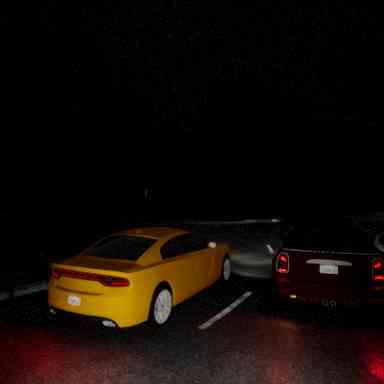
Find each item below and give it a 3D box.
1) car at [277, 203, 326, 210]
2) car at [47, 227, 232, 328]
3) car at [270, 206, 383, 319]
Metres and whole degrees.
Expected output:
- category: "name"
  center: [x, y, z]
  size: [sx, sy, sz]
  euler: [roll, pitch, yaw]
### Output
- category: "car"
  center: [8.900, 1.490, 25.595]
  size: [4.718, 1.301, 1.895]
  euler: [-1, 0, 2]
- category: "car"
  center: [-0.675, 1.503, 7.249]
  size: [1.882, 1.535, 5.008]
  euler: [0, 0, 27]
- category: "car"
  center: [3.130, 1.383, 7.807]
  size: [2.097, 1.767, 4.553]
  euler: [0, 0, 20]
